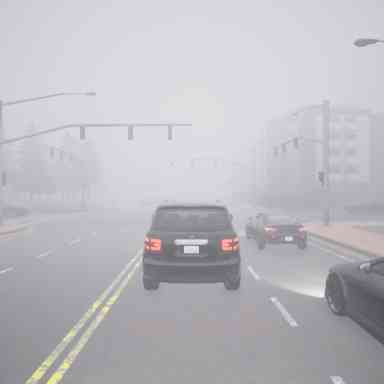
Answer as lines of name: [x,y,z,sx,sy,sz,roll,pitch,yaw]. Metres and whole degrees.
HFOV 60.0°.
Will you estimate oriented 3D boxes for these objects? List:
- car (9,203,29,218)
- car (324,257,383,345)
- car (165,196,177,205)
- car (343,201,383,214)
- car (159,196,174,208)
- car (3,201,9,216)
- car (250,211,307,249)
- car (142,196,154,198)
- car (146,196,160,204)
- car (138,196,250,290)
car: [-17.107,1.478,29.456,5.008,1.535,1.882,0,0,-3]
car: [3.578,1.563,4.835,1.994,1.385,4.181,0,0,0]
car: [-3.882,1.477,60.900,1.882,1.535,5.008,0,0,0]
car: [18.066,1.601,34.068,4.718,1.301,1.895,0,0,-2]
car: [-3.845,1.477,50.467,1.882,1.535,5.008,0,0,0]
car: [-17.314,1.526,25.887,4.674,1.442,1.812,0,0,-2]
car: [3.507,1.526,14.366,1.812,1.442,4.674,0,0,0]
car: [-7.348,1.477,53.045,1.882,1.535,5.008,0,0,-1]
car: [-7.378,1.492,64.102,2.128,1.511,4.902,0,0,0]
car: [0.002,1.221,9.199,2.150,2.045,5.566,0,0,0]
